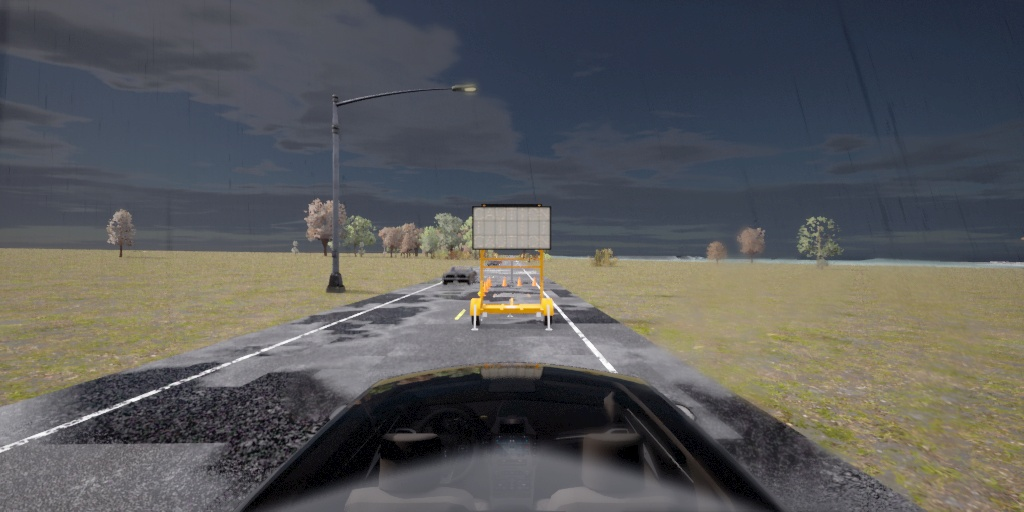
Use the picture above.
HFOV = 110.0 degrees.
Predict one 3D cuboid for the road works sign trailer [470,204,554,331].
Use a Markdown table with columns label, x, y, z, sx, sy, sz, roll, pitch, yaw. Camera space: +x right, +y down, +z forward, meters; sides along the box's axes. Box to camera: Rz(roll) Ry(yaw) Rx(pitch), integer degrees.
| label | x | y | z | sx | sy | sz | roll | pitch | yaw |
| --- | --- | --- | --- | --- | --- | --- | --- | --- | --- |
| road works sign trailer | -0.005 | 0.214 | 11.033 | 2.380 | 3.560 | 2.880 | 0 | 0 | 0 |

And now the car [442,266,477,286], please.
| label | x | y | z | sx | sy | sz | roll | pitch | yaw |
| --- | --- | --- | --- | --- | --- | --- | --- | --- | --- |
| car | -3.612 | 1.352 | 25.199 | 1.895 | 1.301 | 4.718 | 0 | 0 | 0 |
